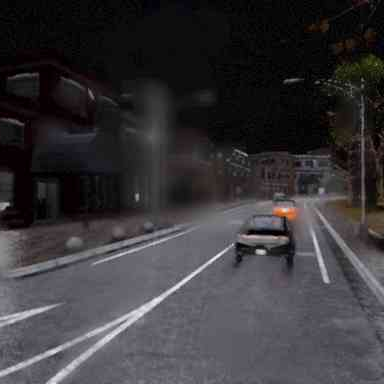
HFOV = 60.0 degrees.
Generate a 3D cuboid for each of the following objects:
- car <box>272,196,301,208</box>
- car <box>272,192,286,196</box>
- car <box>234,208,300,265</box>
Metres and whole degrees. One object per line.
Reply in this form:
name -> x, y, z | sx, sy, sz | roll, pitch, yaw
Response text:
car -> 7.461, 1.408, 26.313 | 2.097, 1.767, 4.553 | 0, 0, 19
car -> 17.085, 1.094, 65.080 | 2.150, 2.045, 5.566 | 0, 0, 22
car -> 2.812, 1.568, 12.148 | 2.128, 1.511, 4.902 | 0, 0, 19
